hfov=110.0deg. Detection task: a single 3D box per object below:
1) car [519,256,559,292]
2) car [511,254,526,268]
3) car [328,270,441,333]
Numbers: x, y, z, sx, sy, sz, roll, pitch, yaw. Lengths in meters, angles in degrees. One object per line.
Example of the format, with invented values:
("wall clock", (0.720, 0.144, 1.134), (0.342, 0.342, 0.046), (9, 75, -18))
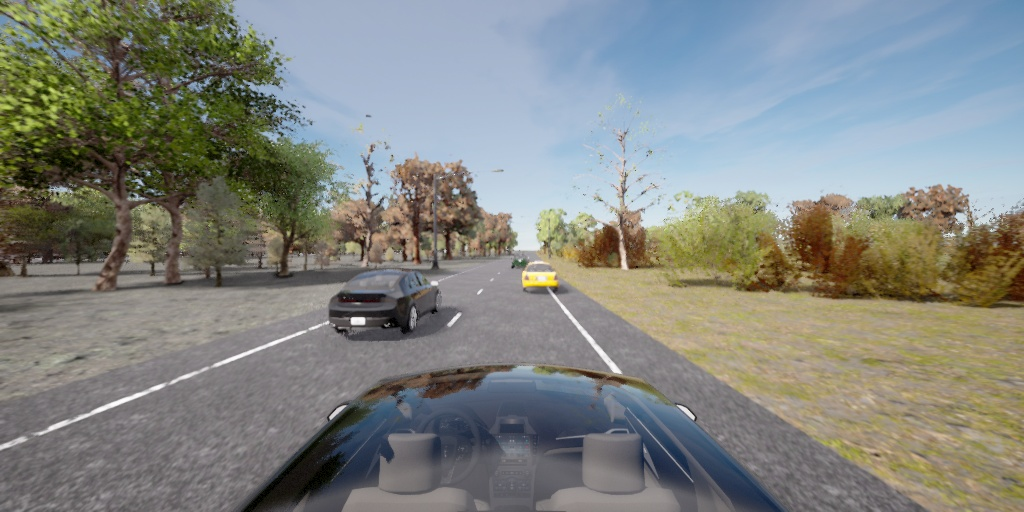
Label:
("car", (1.417, 0.963, 19.139), (1.801, 1.575, 5.366), (0, 1, 1))
("car", (1.054, 0.524, 43.190), (2.097, 1.767, 4.553), (0, 1, 3))
("car", (-3.331, 1.135, 10.233), (1.837, 1.490, 4.892), (0, 1, 1))
